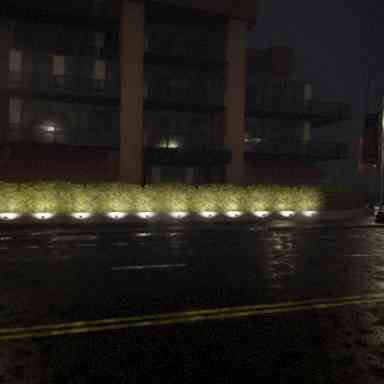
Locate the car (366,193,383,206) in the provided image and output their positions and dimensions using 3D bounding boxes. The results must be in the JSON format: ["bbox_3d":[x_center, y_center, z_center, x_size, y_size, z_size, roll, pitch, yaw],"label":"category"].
[{"bbox_3d":[21.997,0.875,41.585,1.882,1.535,5.008,1,1,-16],"label":"car"}]
